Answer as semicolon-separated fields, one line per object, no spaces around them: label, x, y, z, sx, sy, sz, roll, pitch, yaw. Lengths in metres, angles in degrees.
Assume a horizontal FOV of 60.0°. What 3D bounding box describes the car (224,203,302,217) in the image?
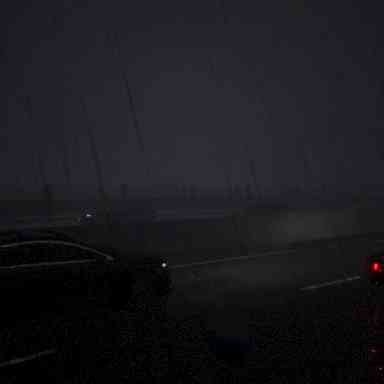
car;3.869;1.381;18.161;4.892;1.490;1.837;0;0;-26

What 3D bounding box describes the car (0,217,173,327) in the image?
car;-2.668;1.464;5.966;4.902;1.511;2.128;0;0;-34

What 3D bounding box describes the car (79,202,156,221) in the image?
car;-4.718;1.378;21.410;4.902;1.511;2.128;0;0;-30

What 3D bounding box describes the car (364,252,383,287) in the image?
car;6.032;1.535;7.274;4.718;1.301;1.895;0;0;-30
